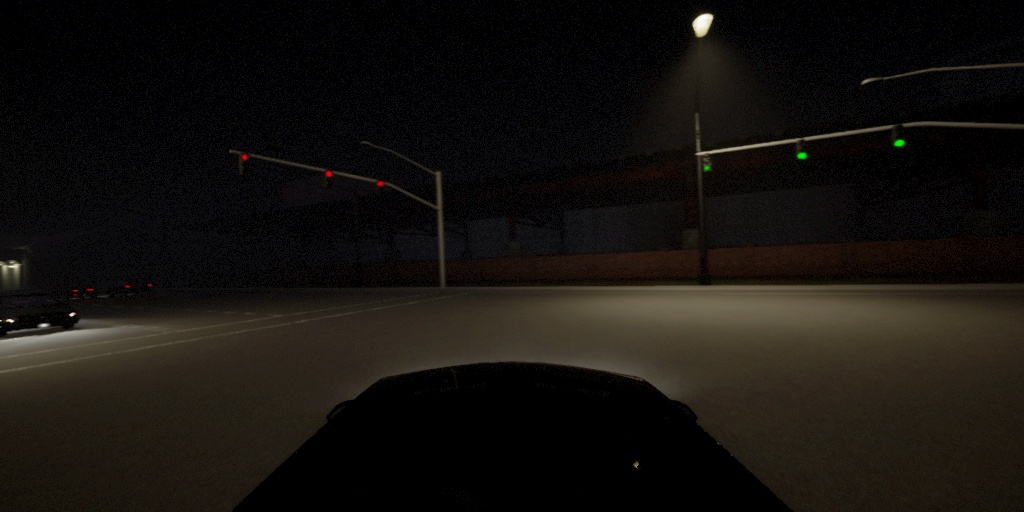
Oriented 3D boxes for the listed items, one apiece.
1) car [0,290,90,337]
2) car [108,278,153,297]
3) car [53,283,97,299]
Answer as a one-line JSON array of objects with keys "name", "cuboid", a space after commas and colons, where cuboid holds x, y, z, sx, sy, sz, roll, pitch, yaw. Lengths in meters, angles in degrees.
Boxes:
[{"name": "car", "cuboid": [-19.444, 2.257, 14.287, 5.357, 1.411, 2.033, -3, -1, 27]}, {"name": "car", "cuboid": [-37.662, 3.022, 35.379, 4.553, 1.767, 2.097, -3, -1, 27]}, {"name": "car", "cuboid": [-39.433, 3.230, 32.357, 4.892, 1.490, 1.837, -2, 0, 27]}]
